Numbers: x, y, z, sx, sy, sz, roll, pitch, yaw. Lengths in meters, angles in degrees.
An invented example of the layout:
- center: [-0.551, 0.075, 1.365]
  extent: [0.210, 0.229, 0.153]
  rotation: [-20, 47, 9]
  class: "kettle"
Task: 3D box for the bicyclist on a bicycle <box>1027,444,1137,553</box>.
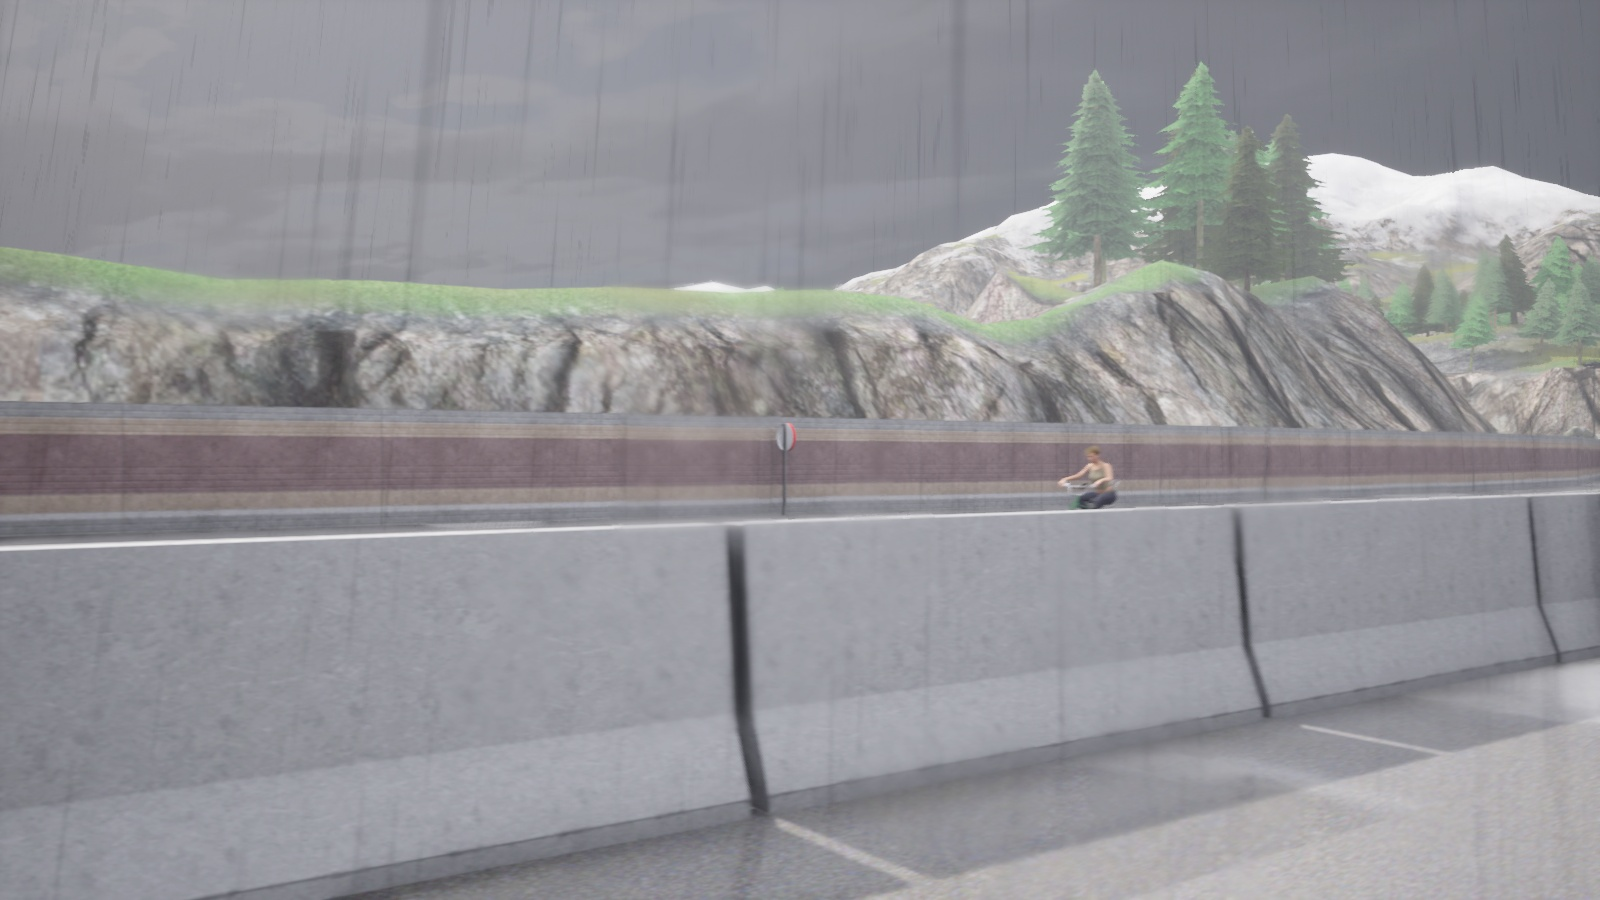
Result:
- center: [4.370, 0.720, 19.437]
  extent: [1.509, 1.612, 0.866]
  rotation: [0, 0, -34]
  class: "bicyclist on a bicycle"
